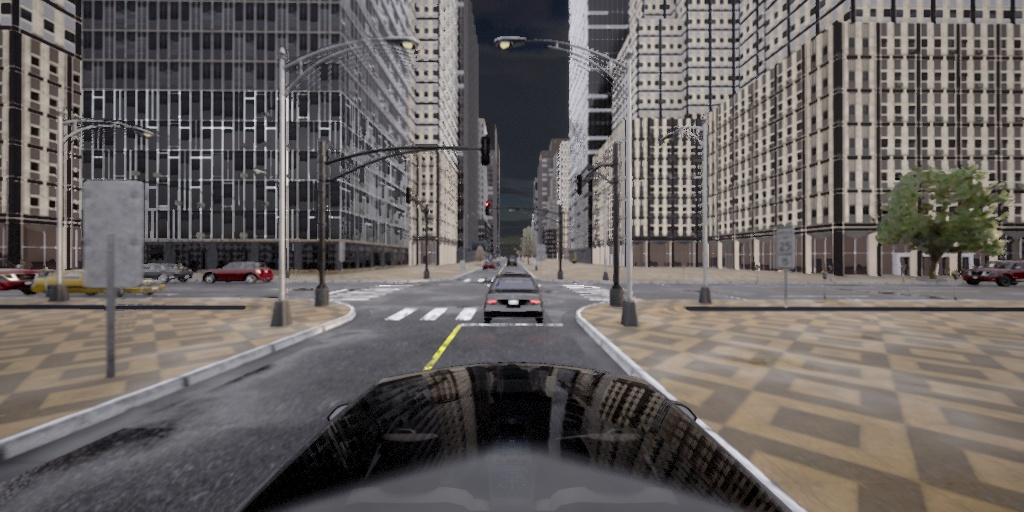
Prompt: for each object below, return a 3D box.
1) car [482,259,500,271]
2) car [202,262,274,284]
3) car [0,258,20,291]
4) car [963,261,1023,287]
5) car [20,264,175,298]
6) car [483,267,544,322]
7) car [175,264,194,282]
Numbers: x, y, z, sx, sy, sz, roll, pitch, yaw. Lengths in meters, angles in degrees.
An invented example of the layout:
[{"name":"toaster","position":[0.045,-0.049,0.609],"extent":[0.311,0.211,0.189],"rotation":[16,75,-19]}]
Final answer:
[{"name":"car","position":[-3.094,1.351,50.010],"extent":[1.895,1.301,4.718],"rotation":[0,0,0]},{"name":"car","position":[-19.215,1.115,25.150],"extent":[4.097,1.591,1.967],"rotation":[0,0,-1]},{"name":"car","position":[-24.750,0.924,16.447],"extent":[5.009,1.841,2.192],"rotation":[0,0,-1]},{"name":"car","position":[35.966,1.244,25.933],"extent":[5.009,1.841,2.192],"rotation":[0,0,-1]},{"name":"car","position":[-18.902,1.167,16.514],"extent":[4.829,1.417,1.751],"rotation":[0,0,-1]},{"name":"car","position":[0.057,1.295,12.254],"extent":[2.033,1.411,5.357],"rotation":[0,0,0]},{"name":"car","position":[-24.891,1.192,25.025],"extent":[4.403,1.370,2.007],"rotation":[0,0,-1]}]
